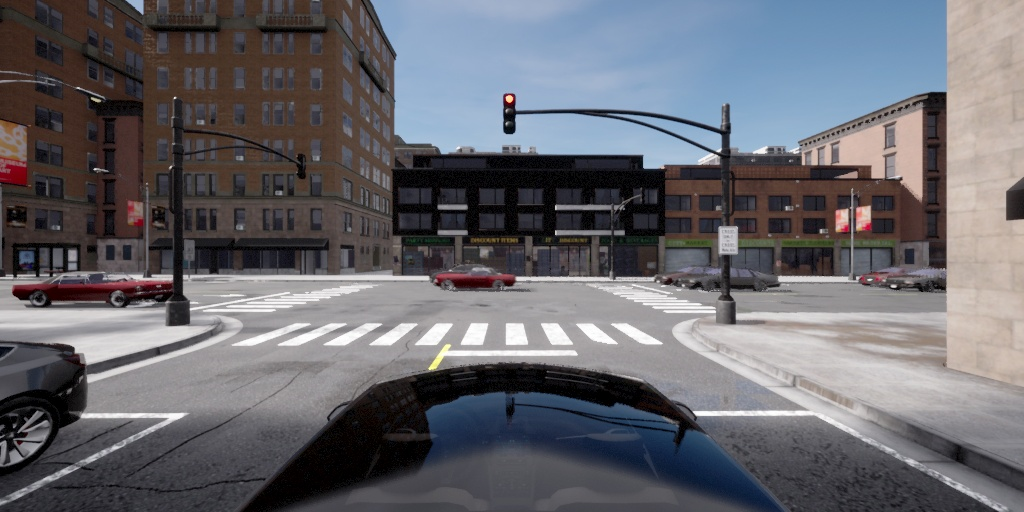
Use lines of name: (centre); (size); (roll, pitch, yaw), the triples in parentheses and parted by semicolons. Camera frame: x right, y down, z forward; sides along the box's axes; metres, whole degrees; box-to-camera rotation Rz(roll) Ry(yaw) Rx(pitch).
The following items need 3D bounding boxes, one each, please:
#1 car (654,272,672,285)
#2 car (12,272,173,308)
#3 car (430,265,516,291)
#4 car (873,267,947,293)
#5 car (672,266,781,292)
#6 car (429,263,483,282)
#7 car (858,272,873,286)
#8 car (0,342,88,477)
car: (12.650, 1.369, 24.527); (5.357, 1.411, 2.033); (0, 0, -1)
car: (-16.204, 1.280, 14.193); (4.718, 1.301, 1.895); (0, 0, -1)
car: (-2.109, 1.348, 21.081); (4.718, 1.301, 1.895); (0, 0, -1)
car: (25.457, 1.436, 21.445); (5.357, 1.411, 2.033); (0, 0, -1)
car: (12.806, 1.370, 21.265); (5.357, 1.411, 2.033); (0, 0, -1)
car: (-3.127, 1.247, 24.320); (4.892, 1.490, 1.837); (0, 0, -1)
car: (26.521, 1.458, 24.730); (4.181, 1.385, 1.994); (0, 0, -4)
car: (-5.388, 1.316, 2.038); (1.948, 1.339, 4.313); (0, 0, -1)
